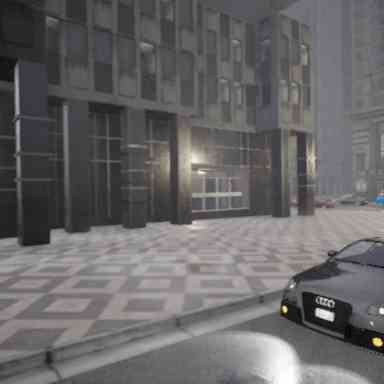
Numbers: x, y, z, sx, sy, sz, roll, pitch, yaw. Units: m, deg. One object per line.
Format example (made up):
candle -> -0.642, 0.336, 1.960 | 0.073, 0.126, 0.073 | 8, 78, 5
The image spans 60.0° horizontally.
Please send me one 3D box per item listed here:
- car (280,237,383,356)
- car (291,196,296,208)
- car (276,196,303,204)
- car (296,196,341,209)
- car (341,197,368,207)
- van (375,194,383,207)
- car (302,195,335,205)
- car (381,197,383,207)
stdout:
car -> 3.502, 1.545, 5.867 | 4.181, 1.385, 1.994 | 0, 0, -35
car -> 12.835, 1.212, 46.412 | 2.192, 1.841, 5.009 | -1, 1, -36
car -> 16.388, 1.302, 56.075 | 1.802, 1.307, 4.206 | -1, 1, -36
car -> 15.927, 1.457, 42.121 | 1.887, 1.381, 4.507 | -1, 1, -36
car -> 22.711, 1.316, 47.286 | 1.947, 1.339, 4.313 | -1, 1, -36
van -> 25.870, 1.107, 42.889 | 1.690, 1.788, 3.998 | -1, 1, -36
car -> 19.550, 1.280, 51.680 | 1.887, 1.381, 4.507 | -1, 1, -36
car -> 22.200, 1.470, 33.390 | 1.752, 1.417, 4.829 | -1, 1, -36
